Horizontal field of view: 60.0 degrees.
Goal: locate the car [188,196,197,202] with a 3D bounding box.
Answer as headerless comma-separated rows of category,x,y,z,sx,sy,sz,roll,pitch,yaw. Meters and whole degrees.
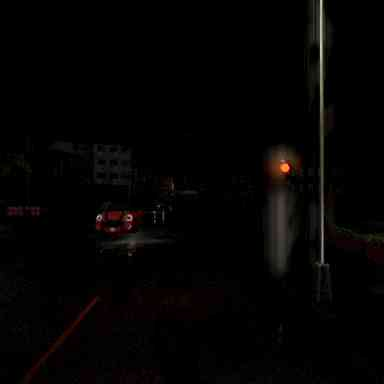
car,0.095,1.583,76.796,1.895,1.301,4.718,0,0,0

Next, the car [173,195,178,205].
car,-4.022,1.487,56.401,2.128,1.511,4.902,0,0,0

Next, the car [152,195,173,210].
car,-4.047,1.491,43.086,2.128,1.511,4.902,0,0,0

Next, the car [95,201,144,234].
car,-4.075,1.352,19.307,2.097,1.767,4.553,0,0,0

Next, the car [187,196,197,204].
car,0.082,1.547,66.201,2.033,1.411,5.357,0,0,0

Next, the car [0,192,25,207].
car,-19.715,0.985,35.000,1.905,1.878,3.866,0,0,35

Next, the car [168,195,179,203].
car,-3.912,1.462,71.094,1.882,1.535,5.008,0,0,0
